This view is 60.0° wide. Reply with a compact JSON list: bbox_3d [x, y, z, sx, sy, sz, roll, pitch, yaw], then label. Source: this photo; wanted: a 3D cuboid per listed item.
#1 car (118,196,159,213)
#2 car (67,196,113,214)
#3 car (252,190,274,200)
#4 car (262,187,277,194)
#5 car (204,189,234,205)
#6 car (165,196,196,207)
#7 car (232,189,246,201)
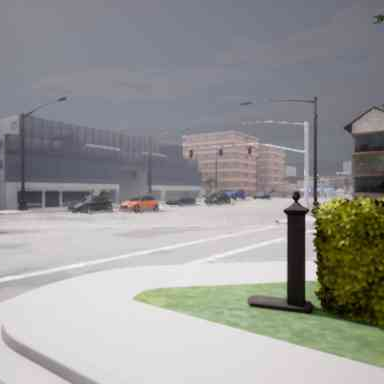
[{"bbox_3d":[-5.480,1.205,34.577,2.097,1.767,4.553,0,0,35],"label":"car"},{"bbox_3d":[-10.310,1.216,33.797,2.097,1.767,4.553,0,0,35],"label":"car"},{"bbox_3d":[12.544,0.747,60.148,1.994,1.385,4.181,0,1,35],"label":"car"},{"bbox_3d":[16.443,-0.079,71.656,2.150,2.045,5.566,0,0,35],"label":"car"},{"bbox_3d":[3.615,0.934,47.502,2.097,1.767,4.553,0,1,35],"label":"car"},{"bbox_3d":[-1.485,1.211,46.343,2.033,1.411,5.357,0,1,35],"label":"car"},{"bbox_3d":[7.524,0.469,59.107,2.150,2.045,5.566,0,1,35],"label":"car"}]
